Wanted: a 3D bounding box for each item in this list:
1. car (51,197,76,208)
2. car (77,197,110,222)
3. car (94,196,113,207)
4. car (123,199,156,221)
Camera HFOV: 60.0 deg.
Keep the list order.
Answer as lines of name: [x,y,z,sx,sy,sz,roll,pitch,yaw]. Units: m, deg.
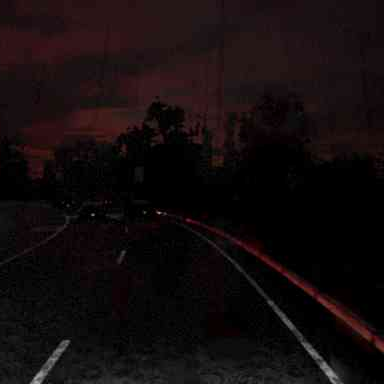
car: [-15.240,1.218,39.292,1.895,1.301,4.718,0,0,-35]
car: [-7.258,1.310,24.018,1.812,1.442,4.674,0,0,-19]
car: [-11.121,1.204,39.557,2.033,1.411,5.357,0,0,-34]
car: [-4.108,1.267,25.504,1.882,1.535,5.008,0,0,-19]
